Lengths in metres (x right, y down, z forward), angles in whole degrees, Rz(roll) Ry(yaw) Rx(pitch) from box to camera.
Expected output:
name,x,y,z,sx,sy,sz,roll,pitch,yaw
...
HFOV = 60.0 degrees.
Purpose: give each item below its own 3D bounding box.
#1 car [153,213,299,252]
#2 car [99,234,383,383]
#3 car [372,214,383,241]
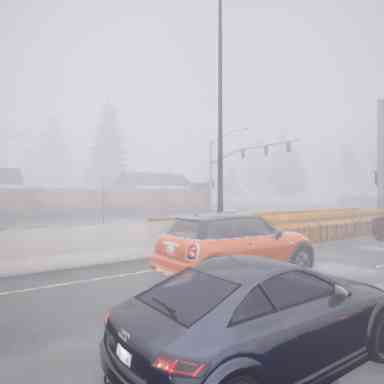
name,x,y,z,sx,sy,sz,roll,pitch,yaw
car,1.231,1.347,8.910,4.553,1.767,2.097,0,0,-35
car,0.963,1.562,4.424,4.181,1.385,1.994,0,0,-35
car,10.245,1.467,15.359,5.008,1.535,1.882,0,0,-36
